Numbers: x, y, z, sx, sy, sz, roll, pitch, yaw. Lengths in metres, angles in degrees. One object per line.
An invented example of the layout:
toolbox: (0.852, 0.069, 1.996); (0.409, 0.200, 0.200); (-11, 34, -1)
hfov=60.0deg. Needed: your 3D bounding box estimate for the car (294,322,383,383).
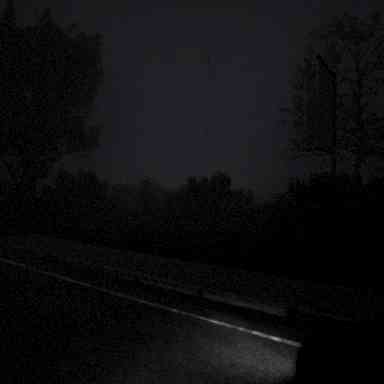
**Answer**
car: (2.995, 1.533, 1.960); (4.674, 1.442, 1.812); (0, 0, 35)
